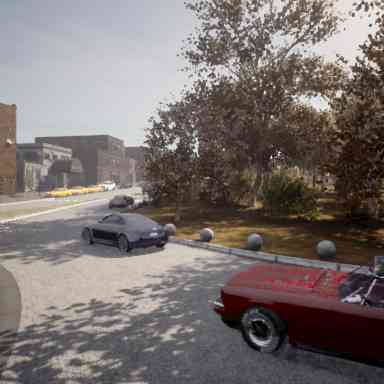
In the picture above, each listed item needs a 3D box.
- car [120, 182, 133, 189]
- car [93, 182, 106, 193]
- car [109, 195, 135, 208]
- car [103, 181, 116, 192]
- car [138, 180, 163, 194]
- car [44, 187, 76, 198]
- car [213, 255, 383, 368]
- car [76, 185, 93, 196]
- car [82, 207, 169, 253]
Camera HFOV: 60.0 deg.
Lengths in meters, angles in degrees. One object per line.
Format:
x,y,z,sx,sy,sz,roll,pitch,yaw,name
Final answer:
-15.563,-1.545,79.433,2.163,1.488,4.792,0,3,11,car
-18.814,-0.568,62.923,1.946,1.575,5.366,0,3,11,car
-7.768,0.984,37.159,1.994,1.385,4.181,0,3,4,car
-17.693,-1.164,68.597,2.435,2.045,5.566,0,3,11,car
-7.329,-0.743,60.270,2.150,2.045,5.566,0,3,12,car
-20.956,0.096,52.105,1.946,1.575,5.366,0,3,11,car
2.729,1.602,4.638,4.718,1.301,1.895,0,0,29,car
-19.880,-0.237,57.512,1.946,1.575,5.366,0,3,11,car
-2.880,1.563,13.926,4.181,1.385,1.994,0,0,45,car
